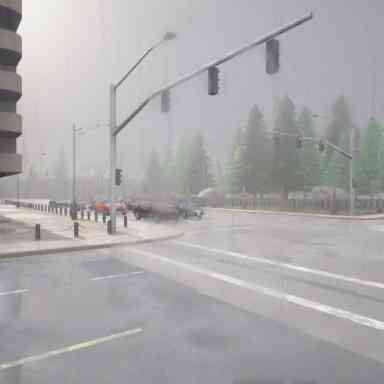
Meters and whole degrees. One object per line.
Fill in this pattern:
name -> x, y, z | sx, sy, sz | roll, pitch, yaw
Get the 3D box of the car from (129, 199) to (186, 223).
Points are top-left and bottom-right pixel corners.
car -> -2.875, 1.533, 26.529 | 1.882, 1.535, 5.008 | 0, 0, -36

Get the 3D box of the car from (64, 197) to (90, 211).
car -> -13.770, 1.547, 41.287 | 2.128, 1.511, 4.902 | 0, 0, -36

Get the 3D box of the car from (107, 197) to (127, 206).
car -> -13.245, 1.581, 58.590 | 1.812, 1.442, 4.674 | 0, 0, -36

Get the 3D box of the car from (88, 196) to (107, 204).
car -> -18.755, 1.547, 66.031 | 2.128, 1.511, 4.902 | 0, 0, -36

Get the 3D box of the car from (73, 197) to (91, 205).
car -> -20.823, 1.656, 62.939 | 1.895, 1.301, 4.718 | 0, 0, -36

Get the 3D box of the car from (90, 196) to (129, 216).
car -> -8.343, 1.407, 33.925 | 2.097, 1.767, 4.553 | 0, 0, -36

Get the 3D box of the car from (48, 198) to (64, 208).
car -> -20.040, 1.603, 49.838 | 2.033, 1.411, 5.357 | 0, 0, -36

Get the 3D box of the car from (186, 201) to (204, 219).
car -> -0.890, 1.547, 29.733 | 2.128, 1.511, 4.902 | 0, 0, -36

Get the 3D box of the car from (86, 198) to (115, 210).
car -> -12.572, 1.603, 45.560 | 2.033, 1.411, 5.357 | 0, 0, -36

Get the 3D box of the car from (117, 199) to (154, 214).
car -> -6.407, 1.547, 37.203 | 2.128, 1.511, 4.902 | 0, 0, -36
